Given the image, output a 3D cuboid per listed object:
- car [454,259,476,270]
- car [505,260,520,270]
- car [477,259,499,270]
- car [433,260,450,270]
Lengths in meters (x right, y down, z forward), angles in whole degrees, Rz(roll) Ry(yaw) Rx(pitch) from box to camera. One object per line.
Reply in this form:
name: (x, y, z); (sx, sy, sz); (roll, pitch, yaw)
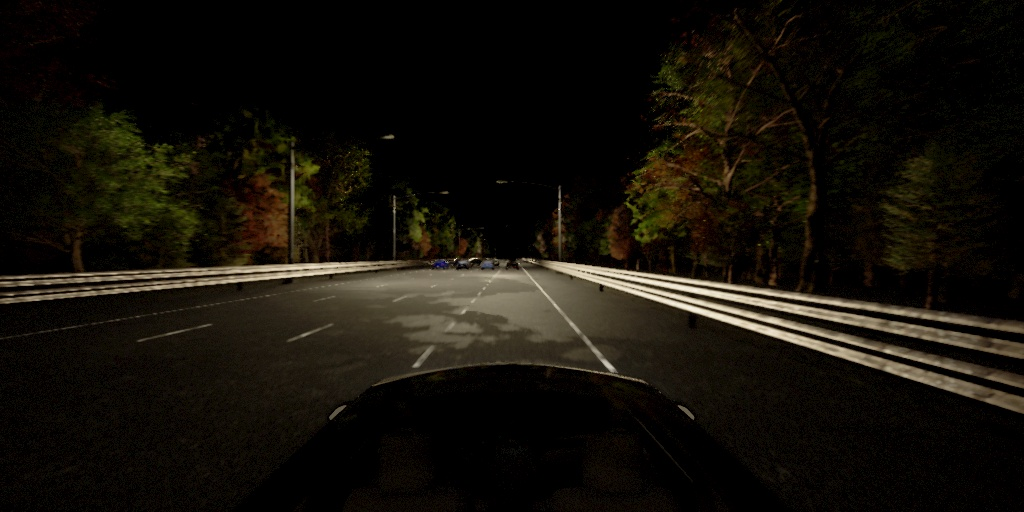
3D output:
car: (-6.942, 1.345, 52.387); (2.033, 1.411, 5.357); (0, 0, 0)
car: (0.059, 1.316, 52.533); (1.837, 1.490, 4.892); (0, 0, 0)
car: (-3.442, 1.351, 52.383); (2.033, 1.411, 5.357); (0, 0, 0)
car: (-10.442, 1.318, 52.815); (1.812, 1.442, 4.674); (0, 0, 0)
